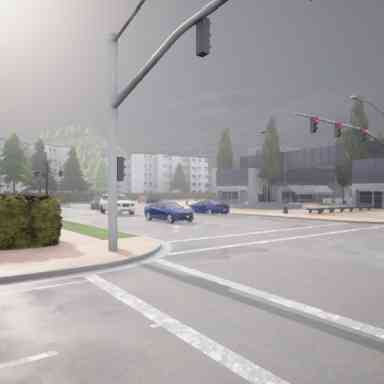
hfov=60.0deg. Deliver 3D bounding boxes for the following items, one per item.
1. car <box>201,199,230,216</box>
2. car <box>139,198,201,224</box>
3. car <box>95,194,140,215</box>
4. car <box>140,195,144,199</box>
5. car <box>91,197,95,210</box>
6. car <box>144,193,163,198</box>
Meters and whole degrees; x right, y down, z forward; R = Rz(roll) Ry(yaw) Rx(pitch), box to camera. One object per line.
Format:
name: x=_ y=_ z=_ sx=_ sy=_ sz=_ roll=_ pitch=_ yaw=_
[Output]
car: x=1.566 y=1.477 z=32.551 sx=1.882 sy=1.535 sz=5.008 roll=0 pitch=0 yaw=-36
car: x=-1.815 y=1.478 z=25.359 sx=1.882 sy=1.535 sz=5.008 roll=0 pitch=0 yaw=-37
car: x=-7.624 y=1.221 z=33.538 sx=2.150 sy=2.045 sz=5.566 roll=0 pitch=0 yaw=-32
car: x=-9.312 y=1.352 z=68.117 sx=2.097 sy=1.767 sz=4.553 roll=0 pitch=0 yaw=15
car: x=-11.939 y=1.352 z=42.924 sx=2.097 sy=1.767 sz=4.553 roll=0 pitch=0 yaw=-17
car: x=-6.879 y=1.223 z=62.848 sx=2.150 sy=2.045 sz=5.566 roll=0 pitch=0 yaw=6
